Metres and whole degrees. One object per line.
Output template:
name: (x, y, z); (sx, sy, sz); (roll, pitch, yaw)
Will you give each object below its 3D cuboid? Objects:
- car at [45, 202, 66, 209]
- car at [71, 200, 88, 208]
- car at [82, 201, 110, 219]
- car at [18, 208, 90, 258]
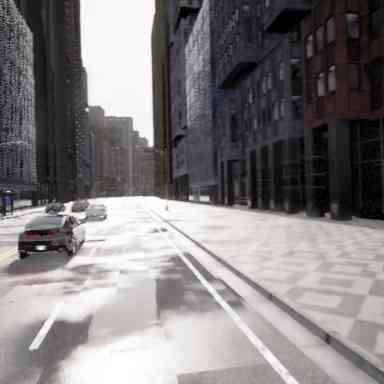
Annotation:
car: (-18.214, 2.097, 44.623); (2.033, 1.411, 5.357); (-1, 0, -11)
car: (-15.033, 1.831, 45.263); (2.097, 1.767, 4.553); (-1, 0, -11)
car: (-9.059, 1.788, 31.850); (1.812, 1.442, 4.674); (-1, 0, -11)
car: (-5.591, 1.662, 13.705); (1.837, 1.490, 4.892); (-1, 0, -11)
